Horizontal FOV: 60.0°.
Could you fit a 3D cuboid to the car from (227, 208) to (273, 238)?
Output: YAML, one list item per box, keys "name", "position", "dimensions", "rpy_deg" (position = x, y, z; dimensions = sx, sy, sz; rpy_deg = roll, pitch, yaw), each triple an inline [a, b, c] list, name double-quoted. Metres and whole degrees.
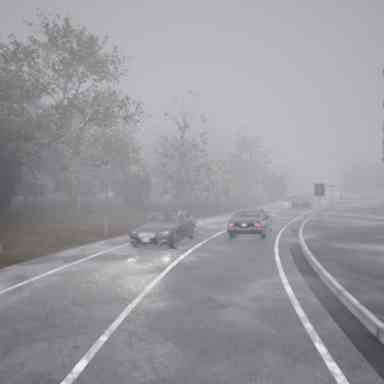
- name: "car"
  position: [3.213, 1.574, 17.809]
  dimensions: [2.033, 1.411, 5.357]
  rpy_deg: [-1, 0, 19]

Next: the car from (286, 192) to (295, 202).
- name: "car"
  position: [16.654, 0.822, 54.480]
  dimensions: [1.882, 1.535, 5.008]
  rpy_deg: [-2, 1, 27]

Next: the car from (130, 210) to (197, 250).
- name: "car"
  position: [-1.113, 1.568, 14.969]
  dimensions: [2.128, 1.511, 4.902]
  rpy_deg: [-1, -1, 15]

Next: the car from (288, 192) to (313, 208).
- name: "car"
  position: [13.429, 1.142, 40.479]
  dimensions: [1.994, 1.385, 4.181]
  rpy_deg: [-2, 1, 26]
